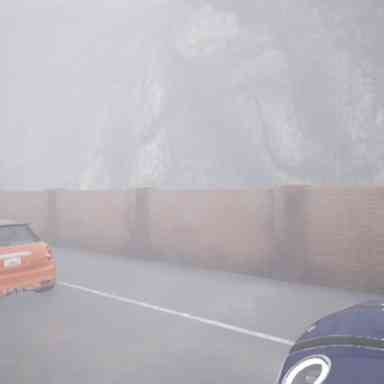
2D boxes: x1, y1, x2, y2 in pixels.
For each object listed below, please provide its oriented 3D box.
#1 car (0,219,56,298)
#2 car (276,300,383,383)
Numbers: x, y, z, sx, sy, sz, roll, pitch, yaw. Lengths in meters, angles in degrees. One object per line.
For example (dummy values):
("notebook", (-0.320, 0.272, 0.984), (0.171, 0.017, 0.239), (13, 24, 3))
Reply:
("car", (-5.210, 1.391, 7.698), (4.553, 1.767, 2.097), (0, 0, 35))
("car", (2.820, 1.346, 2.019), (4.553, 1.767, 2.097), (0, 0, 35))
